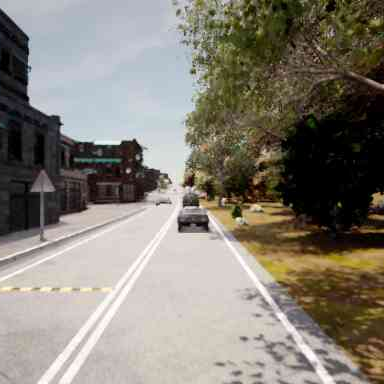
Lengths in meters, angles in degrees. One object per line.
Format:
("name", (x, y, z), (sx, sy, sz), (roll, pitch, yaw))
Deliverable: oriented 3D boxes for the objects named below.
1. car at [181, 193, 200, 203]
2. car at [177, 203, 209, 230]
("car", (-0.194, 1.179, 42.674), (2.150, 2.045, 5.566), (0, 0, -1))
("car", (0.054, 1.597, 21.218), (1.895, 1.301, 4.718), (0, 0, 0))
